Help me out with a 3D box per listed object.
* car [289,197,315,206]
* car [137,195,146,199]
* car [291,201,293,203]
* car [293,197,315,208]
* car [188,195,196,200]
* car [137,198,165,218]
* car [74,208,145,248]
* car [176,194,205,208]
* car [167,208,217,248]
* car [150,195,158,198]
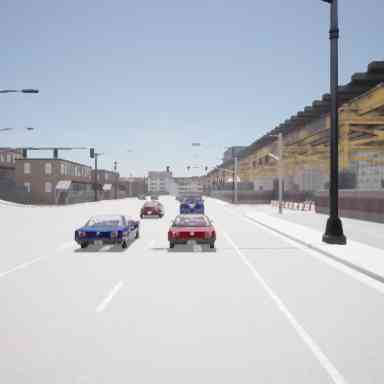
[{"bbox_3d":[15.969,1.293,48.164,1.853,1.218,4.536,0,0,44],"label":"car"},{"bbox_3d":[-14.000,1.518,92.465,2.128,1.511,4.902,0,0,0],"label":"car"},{"bbox_3d":[15.945,1.450,43.518,2.038,1.542,4.974,0,0,-36],"label":"car"},{"bbox_3d":[15.976,1.293,43.476,1.853,1.218,4.536,0,0,-36],"label":"car"},{"bbox_3d":[0.000,1.424,87.747,1.994,1.385,4.181,0,0,0],"label":"car"},{"bbox_3d":[-3.500,1.531,29.650,1.812,1.442,4.674,0,0,0],"label":"car"},{"bbox_3d":[-3.500,1.614,14.680,1.895,1.301,4.718,0,0,0],"label":"car"},{"bbox_3d":[0.000,1.256,29.680,2.150,2.045,5.566,0,0,0],"label":"car"},{"bbox_3d":[0.000,1.614,14.680,1.895,1.301,4.718,0,0,0],"label":"car"},{"bbox_3d":[-10.500,1.470,92.465,1.882,1.535,5.008,0,0,0],"label":"car"}]
